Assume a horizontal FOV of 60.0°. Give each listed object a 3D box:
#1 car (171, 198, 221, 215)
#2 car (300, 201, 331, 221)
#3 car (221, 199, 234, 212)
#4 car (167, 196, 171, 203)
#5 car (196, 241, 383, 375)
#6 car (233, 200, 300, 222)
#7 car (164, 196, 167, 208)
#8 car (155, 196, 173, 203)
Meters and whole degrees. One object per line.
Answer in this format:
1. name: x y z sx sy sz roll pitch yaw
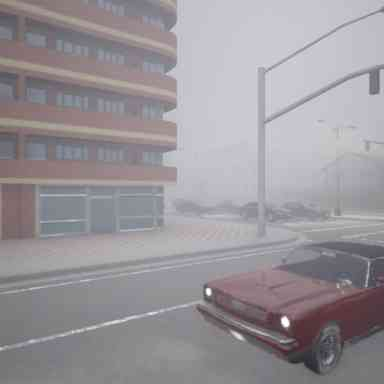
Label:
1. car: 0.306 1.545 34.726 2.033 1.411 5.357 0 0 -34
2. car: 9.264 1.526 27.901 1.812 1.442 4.674 0 0 -34
3. car: 4.329 1.526 35.072 1.812 1.442 4.674 0 0 -34
4. car: -0.854 1.505 42.582 1.837 1.490 4.892 0 0 -35
5. car: 2.413 1.601 5.707 4.718 1.301 1.895 0 0 -35
6. car: 5.828 1.505 26.696 1.837 1.490 4.892 0 0 -34
7. car: -5.407 1.547 43.025 2.033 1.411 5.357 0 0 -34
8. car: -5.988 1.562 70.631 1.994 1.385 4.181 0 0 -35
